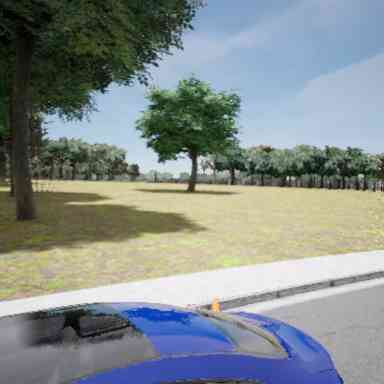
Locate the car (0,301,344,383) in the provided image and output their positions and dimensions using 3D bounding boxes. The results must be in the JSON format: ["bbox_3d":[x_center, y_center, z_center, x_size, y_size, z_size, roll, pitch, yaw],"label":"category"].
[{"bbox_3d":[-0.978,1.511,1.788,4.674,1.442,1.812,0,0,-34],"label":"car"}]

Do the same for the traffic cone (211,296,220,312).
[{"bbox_3d":[0.370,1.940,5.263,0.340,0.580,0.340,0,0,-32],"label":"traffic cone"}]
